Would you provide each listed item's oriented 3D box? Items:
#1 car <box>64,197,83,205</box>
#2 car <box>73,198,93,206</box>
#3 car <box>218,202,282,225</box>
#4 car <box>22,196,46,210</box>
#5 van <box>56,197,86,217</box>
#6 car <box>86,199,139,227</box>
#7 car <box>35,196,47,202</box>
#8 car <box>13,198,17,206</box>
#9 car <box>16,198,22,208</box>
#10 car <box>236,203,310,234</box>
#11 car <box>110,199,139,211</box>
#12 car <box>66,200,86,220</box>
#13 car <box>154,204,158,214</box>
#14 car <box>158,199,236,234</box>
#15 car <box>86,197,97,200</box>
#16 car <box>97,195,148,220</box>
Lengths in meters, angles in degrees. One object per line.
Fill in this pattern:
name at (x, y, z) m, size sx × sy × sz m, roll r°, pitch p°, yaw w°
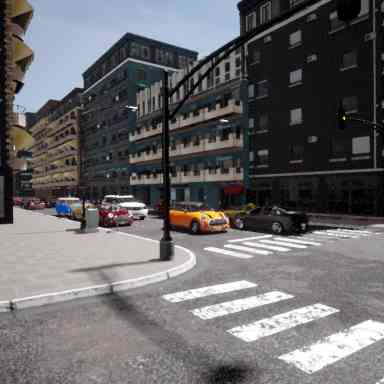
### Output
car at (-21.517, 1.645, 60.349) m, size 2.008 × 1.369 × 4.403 m, roll -1°, pitch 1°, yaw -36°
car at (-18.299, 1.643, 55.847) m, size 1.947 × 1.339 × 4.313 m, roll -1°, pitch 1°, yaw -36°
car at (4.128, 1.498, 24.468) m, size 1.752 × 1.417 × 4.829 m, roll -1°, pitch 1°, yaw -36°
car at (-21.900, 1.628, 46.471) m, size 1.967 × 1.590 × 4.097 m, roll -1°, pitch 1°, yaw -36°
van at (-12.247, 1.483, 32.963) m, size 1.690 × 1.788 × 3.998 m, roll -1°, pitch 1°, yaw -36°
car at (-5.810, 1.553, 23.960) m, size 1.967 × 1.590 × 4.097 m, roll -1°, pitch 1°, yaw -36°
car at (-37.608, 1.728, 82.862) m, size 1.887 × 1.381 × 4.507 m, roll -1°, pitch 1°, yaw -36°
car at (-31.553, 1.782, 59.980) m, size 1.887 × 1.381 × 4.507 m, roll -1°, pitch 1°, yaw -36°
car at (-25.116, 1.769, 50.974) m, size 1.947 × 1.339 × 4.313 m, roll -1°, pitch 1°, yaw -36°
car at (4.478, 1.507, 19.525) m, size 1.837 × 1.490 × 4.892 m, roll -1°, pitch 1°, yaw -36°
car at (-8.645, 1.581, 42.339) m, size 2.008 × 1.369 × 4.403 m, roll -1°, pitch 1°, yaw -36°
car at (-8.927, 1.652, 28.324) m, size 1.752 × 1.417 × 4.829 m, roll -1°, pitch 1°, yaw -36°
car at (-2.210, 1.441, 33.333) m, size 1.967 × 1.590 × 4.097 m, roll -1°, pitch 1°, yaw -36°
car at (0.180, 1.409, 20.038) m, size 2.097 × 1.767 × 4.553 m, roll -1°, pitch 0°, yaw -36°
car at (-12.484, 1.660, 37.767) m, size 2.033 × 1.411 × 5.357 m, roll -1°, pitch 1°, yaw -35°
car at (-5.906, 1.307, 28.541) m, size 2.150 × 2.045 × 5.566 m, roll -1°, pitch 0°, yaw -36°
